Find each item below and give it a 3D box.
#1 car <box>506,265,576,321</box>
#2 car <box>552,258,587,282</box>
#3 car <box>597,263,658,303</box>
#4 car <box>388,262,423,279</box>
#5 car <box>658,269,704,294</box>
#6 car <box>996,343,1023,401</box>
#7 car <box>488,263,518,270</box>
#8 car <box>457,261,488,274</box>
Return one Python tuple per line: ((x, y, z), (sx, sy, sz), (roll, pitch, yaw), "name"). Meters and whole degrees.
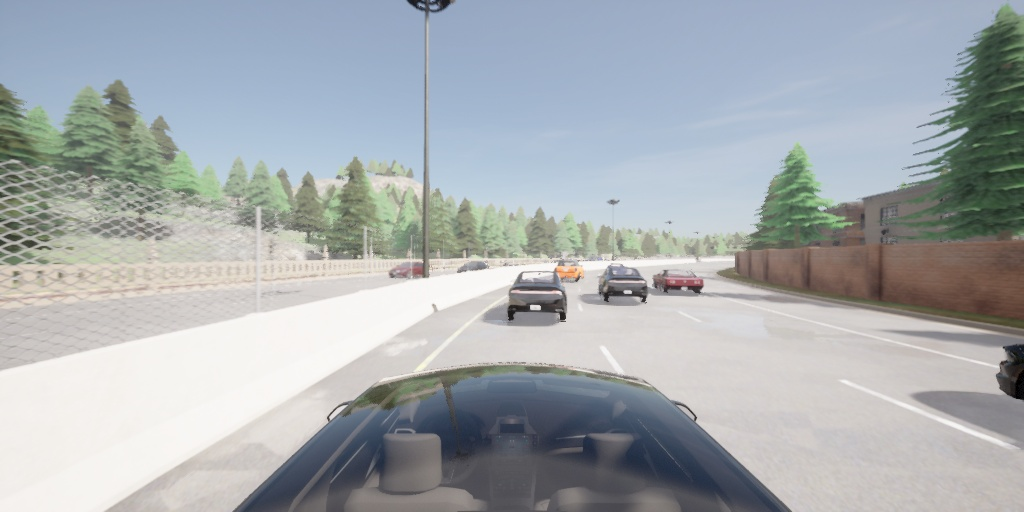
((0.952, 1.247, 12.538), (2.128, 1.511, 4.902), (0, 0, 7), "car")
((4.812, 1.126, 29.989), (2.097, 1.767, 4.553), (0, 0, 17), "car")
((5.171, 1.266, 17.074), (2.128, 1.511, 4.902), (0, 0, 10), "car")
((-9.237, 1.238, 32.587), (1.812, 1.442, 4.674), (0, 0, 18), "car")
((9.447, 1.394, 20.783), (1.895, 1.301, 4.718), (0, 0, 13), "car")
((7.201, 1.259, 2.495), (1.882, 1.535, 5.008), (0, 0, 1), "car")
((-0.403, 1.353, 36.952), (1.895, 1.301, 4.718), (0, 0, 21), "car")
((-3.988, 1.262, 37.268), (1.812, 1.442, 4.674), (0, 0, 21), "car")
